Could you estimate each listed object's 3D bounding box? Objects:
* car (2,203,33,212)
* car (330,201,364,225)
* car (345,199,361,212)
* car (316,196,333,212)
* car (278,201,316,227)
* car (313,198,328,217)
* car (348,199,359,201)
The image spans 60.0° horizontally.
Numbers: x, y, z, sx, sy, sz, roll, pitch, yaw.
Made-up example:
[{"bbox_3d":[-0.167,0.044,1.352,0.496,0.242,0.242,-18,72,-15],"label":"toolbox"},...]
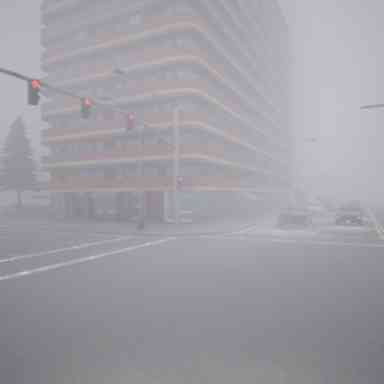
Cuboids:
[{"bbox_3d":[-25.038,2.346,48.389,2.033,1.411,5.357,-1,-1,28],"label":"car"},{"bbox_3d":[12.095,1.697,25.602,2.033,1.411,5.357,-1,-1,27],"label":"car"},{"bbox_3d":[21.027,1.749,43.335,1.837,1.490,4.892,-1,0,27],"label":"car"},{"bbox_3d":[17.237,1.517,43.621,2.150,2.045,5.566,-1,-1,27],"label":"car"},{"bbox_3d":[7.776,1.670,24.810,1.882,1.535,5.008,-1,-1,27],"label":"car"},{"bbox_3d":[12.424,1.719,34.045,1.882,1.535,5.008,-1,-1,27],"label":"car"},{"bbox_3d":[16.385,1.721,34.129,1.812,1.442,4.674,-1,-1,27],"label":"car"}]
